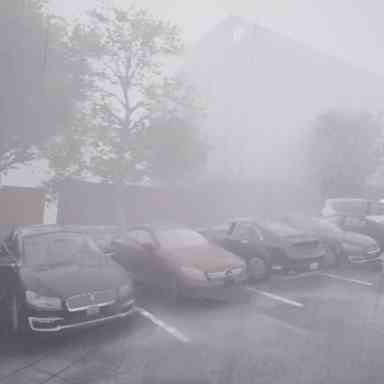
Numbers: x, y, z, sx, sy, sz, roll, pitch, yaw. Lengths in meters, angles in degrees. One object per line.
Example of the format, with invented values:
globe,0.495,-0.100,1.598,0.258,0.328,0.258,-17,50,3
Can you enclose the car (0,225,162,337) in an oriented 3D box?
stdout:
car,-2.874,1.492,6.925,2.231,1.521,4.892,1,0,-35

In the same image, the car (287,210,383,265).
car,3.950,1.553,11.785,2.231,1.521,4.892,1,0,-35

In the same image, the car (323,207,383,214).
car,6.232,1.572,13.395,2.097,1.535,5.008,1,0,-35

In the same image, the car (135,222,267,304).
car,-0.599,1.552,8.540,2.002,1.452,4.674,0,0,-35

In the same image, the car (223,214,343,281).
car,1.580,1.532,10.082,2.231,1.521,4.892,1,0,-35

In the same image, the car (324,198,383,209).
car,8.523,1.341,14.999,2.435,2.045,5.566,1,0,-35
